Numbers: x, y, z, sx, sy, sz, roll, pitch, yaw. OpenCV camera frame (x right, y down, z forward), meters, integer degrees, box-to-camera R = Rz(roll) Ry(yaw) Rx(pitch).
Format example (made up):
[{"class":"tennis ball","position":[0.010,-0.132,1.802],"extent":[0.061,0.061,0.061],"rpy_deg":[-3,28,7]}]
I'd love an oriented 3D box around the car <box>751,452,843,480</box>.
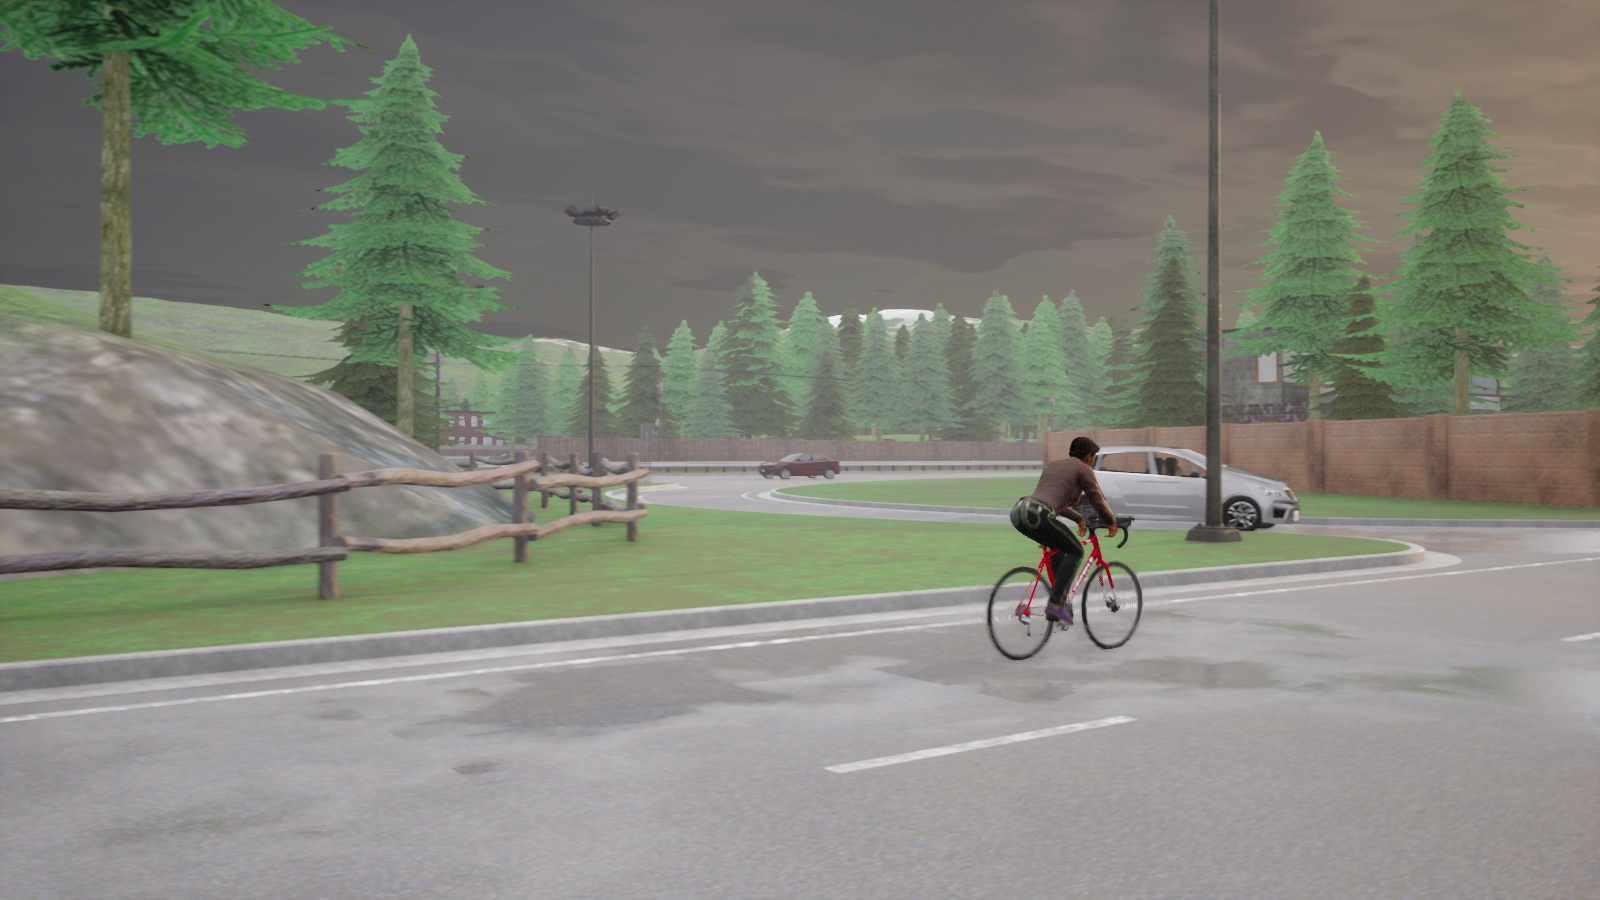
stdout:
[{"class":"car","position":[-0.145,0.898,71.408],"extent":[5.008,1.535,1.882],"rpy_deg":[0,0,-35]}]

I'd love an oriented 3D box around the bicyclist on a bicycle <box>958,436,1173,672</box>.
[{"class":"bicyclist on a bicycle","position":[1.992,0.716,9.310],"extent":[1.656,1.620,0.582],"rpy_deg":[0,0,-35]}]

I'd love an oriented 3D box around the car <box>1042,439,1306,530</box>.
[{"class":"car","position":[7.401,0.635,24.940],"extent":[4.611,1.667,2.242],"rpy_deg":[0,0,32]}]
